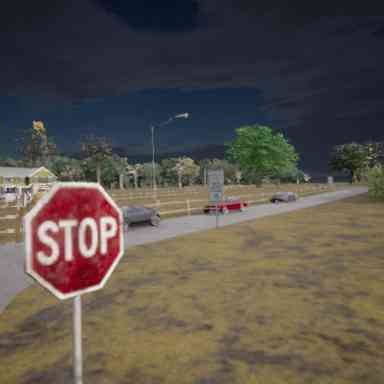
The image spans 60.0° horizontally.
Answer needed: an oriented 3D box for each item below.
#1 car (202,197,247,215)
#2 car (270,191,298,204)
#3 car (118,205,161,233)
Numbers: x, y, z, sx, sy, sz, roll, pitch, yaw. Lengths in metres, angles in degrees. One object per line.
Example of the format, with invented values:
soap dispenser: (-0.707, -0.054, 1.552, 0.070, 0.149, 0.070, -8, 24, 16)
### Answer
car: (2.770, 1.142, 27.962, 1.895, 1.301, 4.718, -3, 0, 35)
car: (11.010, 0.611, 39.527, 2.033, 1.411, 5.357, -3, 0, 36)
car: (-3.702, 1.442, 18.864, 1.994, 1.385, 4.181, -3, 0, 36)
